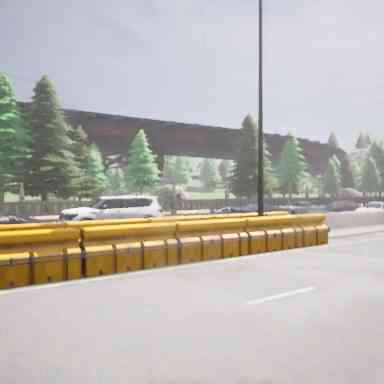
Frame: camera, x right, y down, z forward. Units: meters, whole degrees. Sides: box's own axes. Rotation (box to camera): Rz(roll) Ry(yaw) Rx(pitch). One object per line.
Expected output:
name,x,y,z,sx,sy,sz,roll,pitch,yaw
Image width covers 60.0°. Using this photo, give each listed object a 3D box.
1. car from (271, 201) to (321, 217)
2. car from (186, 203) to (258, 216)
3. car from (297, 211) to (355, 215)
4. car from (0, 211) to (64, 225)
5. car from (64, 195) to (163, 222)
car,9.764,1.567,31.039,4.718,1.301,1.895,0,0,-33
car,1.295,1.477,17.321,4.902,1.511,2.128,0,0,-33
car,9.162,1.538,22.404,4.181,1.385,1.994,0,0,-32
car,-7.376,1.489,11.633,4.902,1.511,2.128,0,0,-34
car,-4.239,1.212,17.907,5.566,2.045,2.150,0,0,-33
